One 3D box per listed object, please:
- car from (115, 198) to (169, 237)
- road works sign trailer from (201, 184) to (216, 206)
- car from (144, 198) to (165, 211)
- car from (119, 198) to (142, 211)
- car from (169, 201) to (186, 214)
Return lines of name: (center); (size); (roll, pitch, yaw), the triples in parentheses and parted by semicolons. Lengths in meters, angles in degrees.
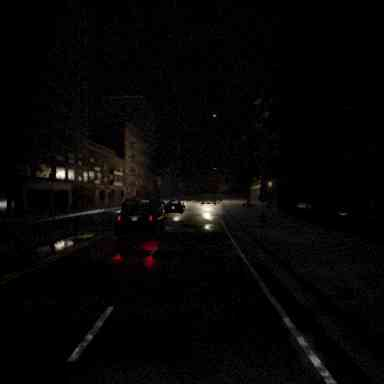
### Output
car: (-2.739, 1.362, 18.436); (2.097, 1.767, 4.553); (0, 0, 2)
road works sign trailer: (2.749, 0.522, 54.353); (2.380, 3.560, 2.880); (0, 0, 4)
car: (-4.712, 1.544, 42.848); (1.837, 1.490, 4.892); (0, 0, 4)
car: (-7.932, 1.544, 43.374); (1.837, 1.490, 4.892); (0, 0, 4)
car: (-1.774, 1.596, 35.752); (1.994, 1.385, 4.181); (0, 0, 4)
